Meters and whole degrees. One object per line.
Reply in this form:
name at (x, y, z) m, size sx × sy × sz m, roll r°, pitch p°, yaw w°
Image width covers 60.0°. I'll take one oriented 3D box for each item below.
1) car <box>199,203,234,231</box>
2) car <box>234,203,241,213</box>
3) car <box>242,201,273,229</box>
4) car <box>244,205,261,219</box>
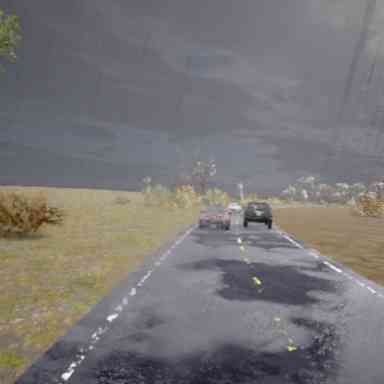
car at (1.729, 1.718, 24.035) m, size 2.097 × 1.767 × 4.553 m, roll 3°, pitch -1°, yaw 7°
car at (6.430, 2.434, 50.889) m, size 1.812 × 1.442 × 4.674 m, roll 3°, pitch -1°, yaw 13°
car at (5.354, 1.814, 27.424) m, size 2.150 × 2.045 × 5.566 m, roll 3°, pitch -1°, yaw 8°
car at (7.405, 2.372, 40.496) m, size 1.812 × 1.442 × 4.674 m, roll 3°, pitch 0°, yaw 11°
